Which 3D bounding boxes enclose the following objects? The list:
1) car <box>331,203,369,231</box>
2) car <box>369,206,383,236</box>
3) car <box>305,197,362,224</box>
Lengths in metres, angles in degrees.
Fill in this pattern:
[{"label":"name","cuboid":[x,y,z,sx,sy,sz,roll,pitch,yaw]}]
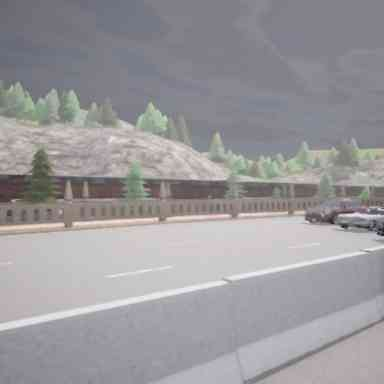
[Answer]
[{"label":"car","cuboid":[10.552,1.504,19.213,4.718,1.301,1.895,0,0,-29]},{"label":"car","cuboid":[10.884,1.456,15.407,5.357,1.411,2.033,0,0,-30]},{"label":"car","cuboid":[9.940,1.252,22.808,4.553,1.767,2.097,0,0,-28]}]
